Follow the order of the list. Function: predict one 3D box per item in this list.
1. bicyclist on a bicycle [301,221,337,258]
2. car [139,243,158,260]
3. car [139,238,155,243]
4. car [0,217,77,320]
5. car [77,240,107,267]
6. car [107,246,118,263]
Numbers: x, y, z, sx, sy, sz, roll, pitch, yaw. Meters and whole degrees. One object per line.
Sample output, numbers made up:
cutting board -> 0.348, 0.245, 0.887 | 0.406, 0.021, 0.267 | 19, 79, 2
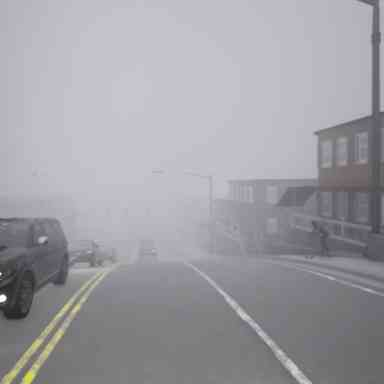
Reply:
bicyclist on a bicycle -> 5.530, 2.078, 14.569 | 1.656, 1.620, 0.582 | -1, -6, -7
car -> -5.023, 6.882, 37.906 | 1.837, 1.490, 4.892 | -1, -9, -7
car -> -6.497, 7.716, 48.240 | 2.150, 2.045, 5.566 | -1, -3, -8
car -> -4.673, 1.676, 8.407 | 2.150, 2.045, 5.566 | -1, -4, -8
car -> -6.026, 3.353, 18.302 | 1.812, 1.442, 4.674 | -1, -11, -8
car -> -7.373, 5.295, 28.247 | 1.812, 1.442, 4.674 | -1, -11, -8
